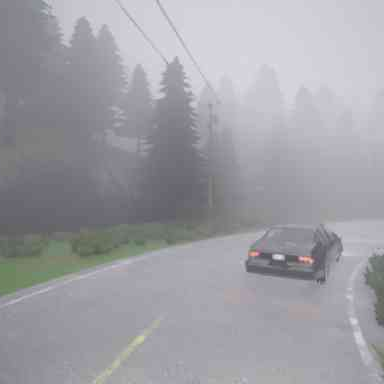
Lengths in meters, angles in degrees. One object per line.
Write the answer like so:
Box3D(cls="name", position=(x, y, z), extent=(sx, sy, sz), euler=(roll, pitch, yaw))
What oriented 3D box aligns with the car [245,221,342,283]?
Box3D(cls="car", position=(3.256, 1.573, 9.921), extent=(2.033, 1.411, 5.357), euler=(0, 0, 30))
